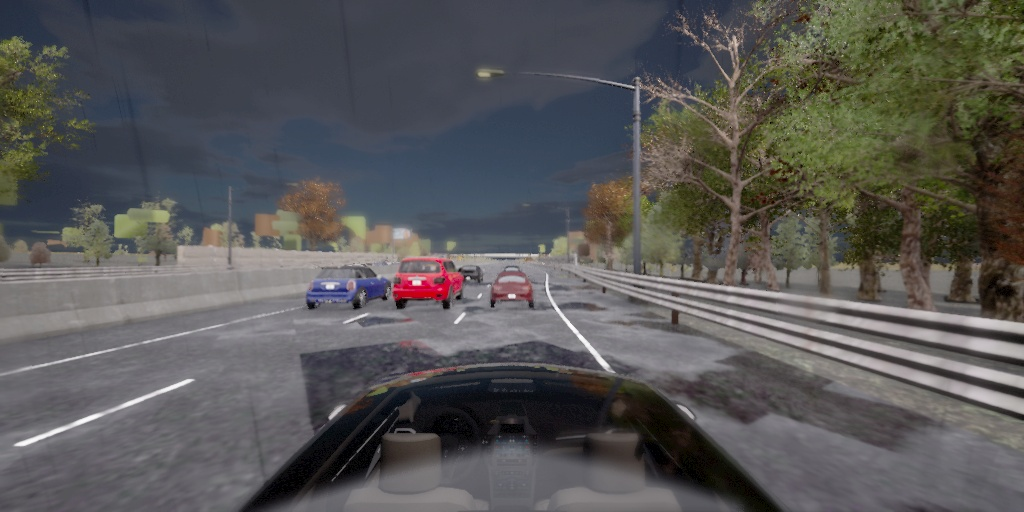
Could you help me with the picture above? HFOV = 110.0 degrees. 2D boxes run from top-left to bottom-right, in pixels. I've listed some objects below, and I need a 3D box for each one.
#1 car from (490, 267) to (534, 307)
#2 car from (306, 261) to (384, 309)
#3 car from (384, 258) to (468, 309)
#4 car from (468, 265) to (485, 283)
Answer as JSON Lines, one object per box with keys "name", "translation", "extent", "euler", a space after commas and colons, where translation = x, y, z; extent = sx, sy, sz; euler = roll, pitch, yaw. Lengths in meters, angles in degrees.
{"name": "car", "translation": [0.004, 1.415, 16.226], "extent": [1.812, 1.442, 4.674], "euler": [0, 0, 0]}
{"name": "car", "translation": [-6.998, 1.236, 15.928], "extent": [2.097, 1.767, 4.553], "euler": [0, -1, 0]}
{"name": "car", "translation": [-3.500, 1.102, 15.873], "extent": [2.150, 2.045, 5.566], "euler": [0, 0, 0]}
{"name": "car", "translation": [-3.497, 1.547, 31.164], "extent": [1.837, 1.490, 4.892], "euler": [0, 0, 0]}
